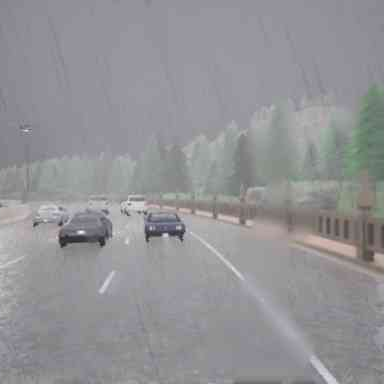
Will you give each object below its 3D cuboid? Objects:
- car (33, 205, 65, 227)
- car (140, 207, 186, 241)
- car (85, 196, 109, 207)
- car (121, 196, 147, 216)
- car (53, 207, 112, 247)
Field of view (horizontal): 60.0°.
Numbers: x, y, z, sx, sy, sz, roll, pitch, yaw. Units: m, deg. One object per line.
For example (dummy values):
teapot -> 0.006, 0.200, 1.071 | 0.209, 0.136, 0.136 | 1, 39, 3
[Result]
car -> -10.205, 1.666, 24.152 | 1.812, 1.442, 4.674 | 0, 0, -14
car -> -1.577, 1.680, 17.334 | 1.895, 1.301, 4.718 | 0, 0, -10
car -> -10.746, 1.420, 37.436 | 2.150, 2.045, 5.566 | 0, 0, -21
car -> -6.159, 1.393, 35.104 | 2.150, 2.045, 5.566 | 0, 0, -19
car -> -4.904, 1.649, 15.768 | 1.994, 1.385, 4.181 | 0, 0, -9
